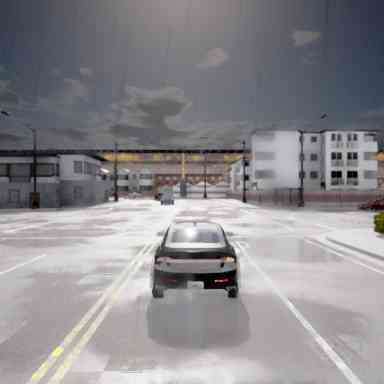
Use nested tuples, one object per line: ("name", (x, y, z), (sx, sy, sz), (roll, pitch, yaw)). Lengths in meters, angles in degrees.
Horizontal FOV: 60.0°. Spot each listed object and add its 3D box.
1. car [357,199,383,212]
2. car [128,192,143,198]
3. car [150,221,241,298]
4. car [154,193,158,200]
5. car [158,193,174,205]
("car", (21.322, 1.521, 37.748), (4.674, 1.442, 1.812), (0, 0, 2))
("car", (-13.302, 0.671, 77.586), (1.812, 1.442, 4.674), (0, 1, -40))
("car", (0.078, 1.490, 8.503), (2.128, 1.511, 4.902), (0, 0, 0))
("car", (-6.054, 0.941, 64.448), (1.837, 1.490, 4.892), (0, 2, -18))
("car", (-3.893, 1.072, 52.729), (2.097, 1.767, 4.553), (0, 1, -5))
